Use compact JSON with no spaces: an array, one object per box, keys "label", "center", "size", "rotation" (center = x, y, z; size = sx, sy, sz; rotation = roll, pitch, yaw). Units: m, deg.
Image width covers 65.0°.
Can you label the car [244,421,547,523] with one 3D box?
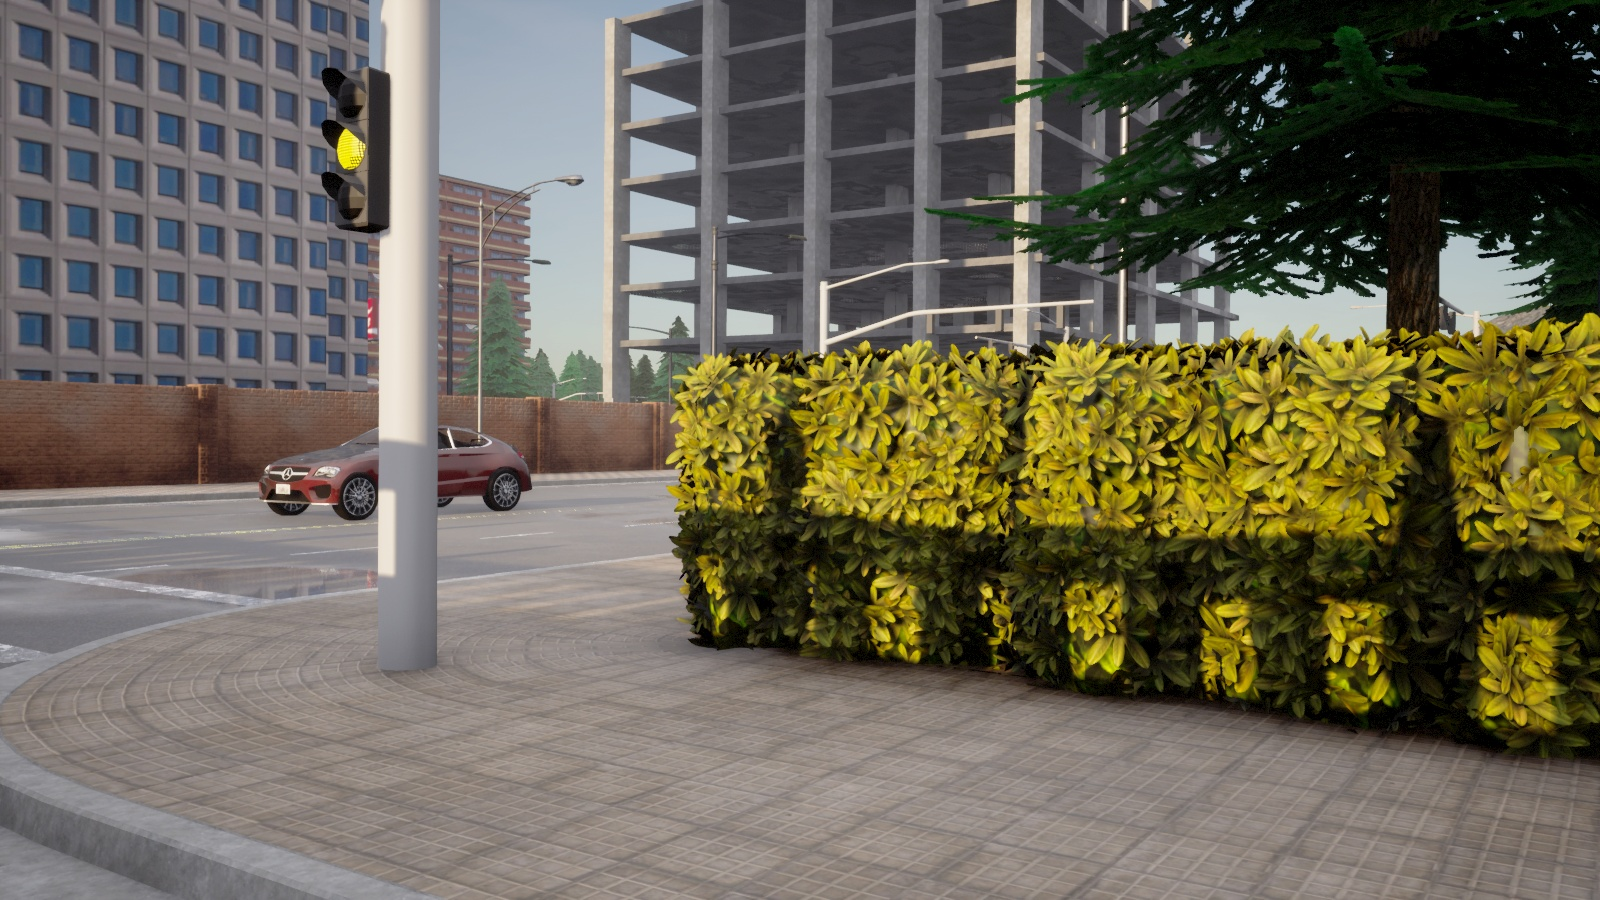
[{"label":"car","center":[-7.250,0.316,23.069],"size":[2.152,1.651,5.027],"rotation":[0,1,33]}]
